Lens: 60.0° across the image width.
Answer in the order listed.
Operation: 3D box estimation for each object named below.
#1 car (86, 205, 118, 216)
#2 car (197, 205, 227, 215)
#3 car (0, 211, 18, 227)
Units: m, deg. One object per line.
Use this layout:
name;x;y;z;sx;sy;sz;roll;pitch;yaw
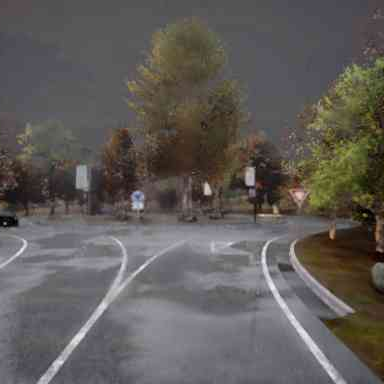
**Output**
car;-13.747;2.771;51.037;4.902;1.511;2.128;0;-2;-36
car;3.186;2.905;53.772;4.892;1.490;1.837;0;-2;22
car;-16.121;2.252;28.131;1.895;1.301;4.718;1;-2;-38
